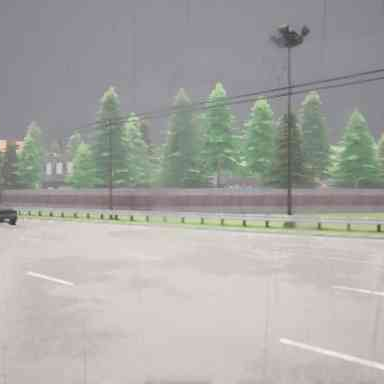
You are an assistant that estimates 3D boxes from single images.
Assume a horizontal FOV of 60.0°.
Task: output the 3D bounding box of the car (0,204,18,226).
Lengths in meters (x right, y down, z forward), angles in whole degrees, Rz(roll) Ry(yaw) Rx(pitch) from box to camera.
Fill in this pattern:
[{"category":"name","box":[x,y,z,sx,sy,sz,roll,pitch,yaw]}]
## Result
[{"category":"car","box":[-13.571,1.510,22.265,4.892,1.490,1.837,0,0,35]}]
